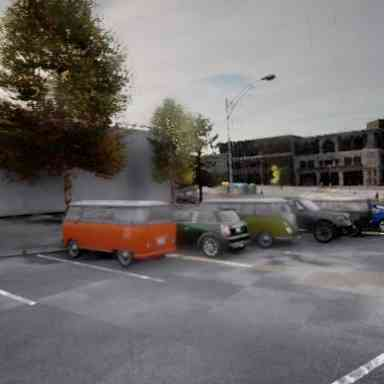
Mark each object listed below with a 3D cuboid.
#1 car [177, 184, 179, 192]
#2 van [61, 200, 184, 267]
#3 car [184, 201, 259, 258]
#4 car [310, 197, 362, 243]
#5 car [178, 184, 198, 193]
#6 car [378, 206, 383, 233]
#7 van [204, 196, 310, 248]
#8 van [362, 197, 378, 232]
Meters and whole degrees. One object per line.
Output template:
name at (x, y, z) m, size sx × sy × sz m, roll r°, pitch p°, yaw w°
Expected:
car at (-2.688, -0.770, 65.035) m, size 2.231 × 1.521 × 4.892 m, roll 1°, pitch 6°, yaw 16°
van at (-2.684, 1.272, 11.383) m, size 4.442 × 1.987 × 1.878 m, roll -1°, pitch -1°, yaw 36°
car at (-0.067, 1.367, 12.969) m, size 4.553 × 1.767 × 2.185 m, roll -1°, pitch -1°, yaw 36°
car at (4.923, 1.234, 16.313) m, size 5.566 × 2.045 × 2.435 m, roll -1°, pitch -1°, yaw 36°
car at (-0.315, -0.607, 63.261) m, size 2.163 × 1.488 × 4.792 m, roll 1°, pitch 6°, yaw 17°
car at (9.888, 1.479, 19.652) m, size 5.008 × 1.535 × 2.097 m, roll -1°, pitch -1°, yaw 36°
van at (2.501, 1.262, 14.594) m, size 4.442 × 1.987 × 1.878 m, roll -1°, pitch -1°, yaw 36°
van at (7.295, 1.258, 18.059) m, size 4.442 × 1.987 × 1.878 m, roll -1°, pitch -1°, yaw 36°
